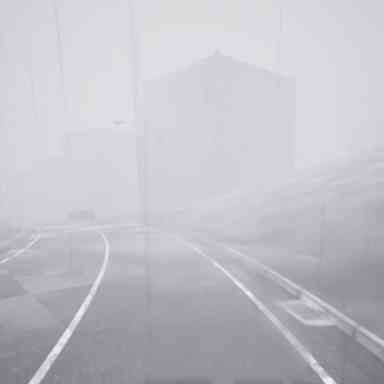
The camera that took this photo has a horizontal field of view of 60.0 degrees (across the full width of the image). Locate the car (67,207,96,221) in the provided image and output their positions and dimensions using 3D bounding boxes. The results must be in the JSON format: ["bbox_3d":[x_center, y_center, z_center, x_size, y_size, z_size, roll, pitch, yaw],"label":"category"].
[{"bbox_3d":[-11.791,2.284,35.263,1.812,1.442,4.674,-1,-1,-36],"label":"car"}]

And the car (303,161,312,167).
[{"bbox_3d":[25.200,-5.489,68.673,2.002,1.452,4.674,0,1,2],"label":"car"}]

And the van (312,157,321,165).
[{"bbox_3d":[24.966,-5.652,63.031,1.878,1.987,4.442,0,1,2],"label":"van"}]

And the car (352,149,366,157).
[{"bbox_3d":[24.294,-5.223,46.636,2.185,1.767,4.553,0,1,2],"label":"car"}]

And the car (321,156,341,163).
[{"bbox_3d":[24.746,-5.322,57.643,2.231,1.521,4.892,0,1,2],"label":"car"}]

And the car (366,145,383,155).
[{"bbox_3d":[24.068,-5.104,41.121,2.185,1.767,4.553,0,1,2],"label":"car"}]

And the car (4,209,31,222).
[{"bbox_3d":[-21.754,2.888,41.165,4.674,1.442,1.812,-5,-2,43],"label":"car"}]

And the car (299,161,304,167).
[{"bbox_3d":[25.423,-5.874,74.150,2.435,2.045,5.566,0,1,2],"label":"car"}]
